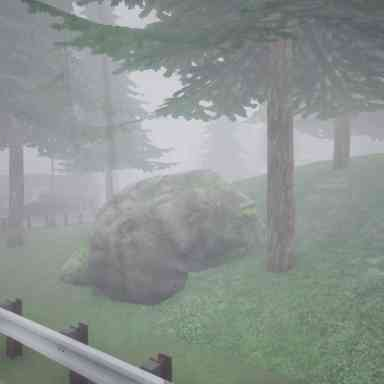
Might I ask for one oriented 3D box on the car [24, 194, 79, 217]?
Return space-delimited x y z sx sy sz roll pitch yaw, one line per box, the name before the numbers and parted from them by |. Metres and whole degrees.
car | -12.271 1.206 28.082 2.150 2.045 5.566 0 0 36
